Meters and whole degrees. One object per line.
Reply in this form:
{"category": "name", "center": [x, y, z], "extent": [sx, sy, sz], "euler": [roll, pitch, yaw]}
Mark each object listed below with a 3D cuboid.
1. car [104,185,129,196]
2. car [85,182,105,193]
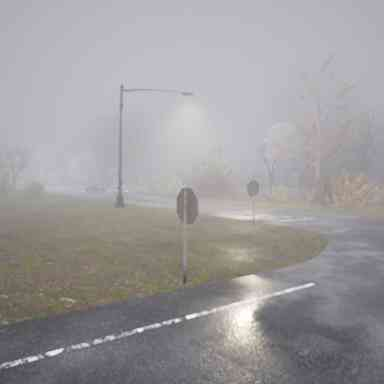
{"category": "car", "center": [-11.610, -0.117, 51.878], "extent": [1.895, 1.301, 4.718], "euler": [0, 2, -36]}
{"category": "car", "center": [-17.421, -0.819, 60.007], "extent": [2.150, 2.045, 5.566], "euler": [0, 2, -36]}
